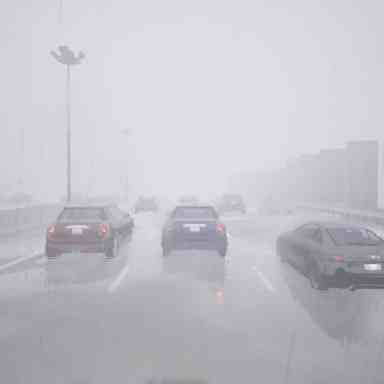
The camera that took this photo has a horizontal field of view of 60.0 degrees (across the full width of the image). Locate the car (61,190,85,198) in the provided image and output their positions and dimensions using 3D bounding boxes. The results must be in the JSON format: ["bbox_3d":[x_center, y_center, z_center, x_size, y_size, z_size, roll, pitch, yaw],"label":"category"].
[{"bbox_3d":[-15.163,0.843,41.902,1.837,1.490,4.892,0,1,-4],"label":"car"}]

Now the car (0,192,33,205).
[{"bbox_3d":[-22.242,0.799,42.926,1.882,1.535,5.008,0,1,-4],"label":"car"}]

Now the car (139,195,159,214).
[{"bbox_3d":[-3.790,1.035,28.824,2.128,1.511,4.902,0,1,-2],"label":"car"}]

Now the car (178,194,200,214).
[{"bbox_3d":[-0.335,0.996,30.400,1.882,1.535,5.008,0,1,-2],"label":"car"}]

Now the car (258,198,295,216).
[{"bbox_3d":[6.766,1.169,27.275,1.895,1.301,4.718,0,1,-2],"label":"car"}]

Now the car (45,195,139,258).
[{"bbox_3d":[-3.436,1.160,12.031,2.097,1.767,4.553,0,1,0],"label":"car"}]

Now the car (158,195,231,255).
[{"bbox_3d":[0.061,1.153,12.447,2.097,1.767,4.553,0,1,0],"label":"car"}]

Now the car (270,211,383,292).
[{"bbox_3d":[3.585,1.426,8.606,1.994,1.385,4.181,0,1,0],"label":"car"}]

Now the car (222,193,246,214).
[{"bbox_3d":[3.219,0.900,28.573,2.097,1.767,4.553,0,1,-2],"label":"car"}]

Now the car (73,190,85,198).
[{"bbox_3d":[-22.178,0.408,65.568,1.837,1.490,4.892,0,1,-13],"label":"car"}]
